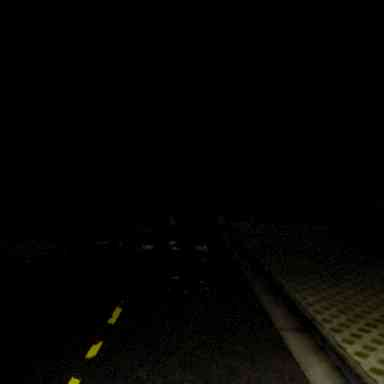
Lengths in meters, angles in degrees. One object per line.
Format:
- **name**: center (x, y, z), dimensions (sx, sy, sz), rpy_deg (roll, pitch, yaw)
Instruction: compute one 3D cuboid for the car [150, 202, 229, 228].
- **car**: center (-0.113, 1.364, 20.710), dimensions (5.008, 1.535, 1.882), rpy_deg (1, 0, -20)
